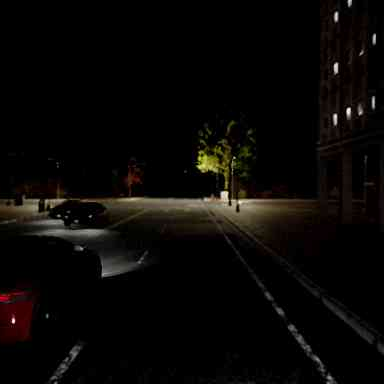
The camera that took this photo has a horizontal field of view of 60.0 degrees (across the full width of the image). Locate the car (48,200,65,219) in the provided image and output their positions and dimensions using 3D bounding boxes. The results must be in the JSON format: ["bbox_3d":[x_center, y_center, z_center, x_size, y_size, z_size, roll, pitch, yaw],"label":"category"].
[{"bbox_3d":[-9.838,1.354,27.243,2.033,1.411,5.357,0,0,0],"label":"car"}]

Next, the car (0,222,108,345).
[{"bbox_3d":[-3.150,1.521,6.319,1.994,1.385,4.181,0,0,0],"label":"car"}]

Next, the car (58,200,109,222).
[{"bbox_3d":[-6.597,1.376,21.302,1.812,1.442,4.674,0,0,0],"label":"car"}]
